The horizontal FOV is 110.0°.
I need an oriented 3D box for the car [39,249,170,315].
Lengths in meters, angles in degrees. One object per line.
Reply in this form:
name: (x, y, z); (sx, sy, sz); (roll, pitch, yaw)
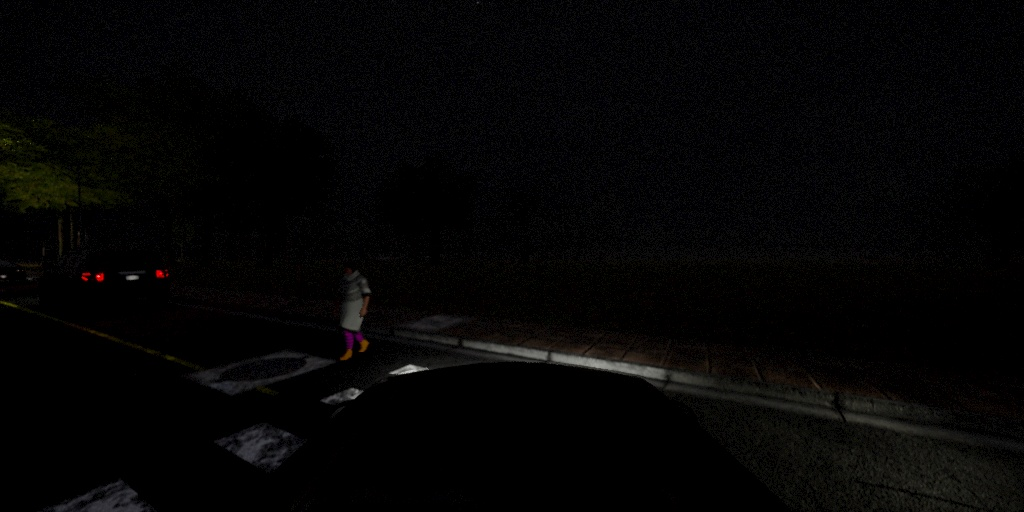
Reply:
car: (-14.491, 0.771, 12.738); (5.566, 2.045, 2.150); (0, 1, 28)

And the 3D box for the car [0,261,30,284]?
car: (-31.873, 0.996, 22.146); (4.674, 1.442, 1.812); (0, 1, 28)

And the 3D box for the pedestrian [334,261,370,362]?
pedestrian: (-2.987, 0.950, 6.685); (0.375, 1.860, 0.375); (0, 1, 28)
